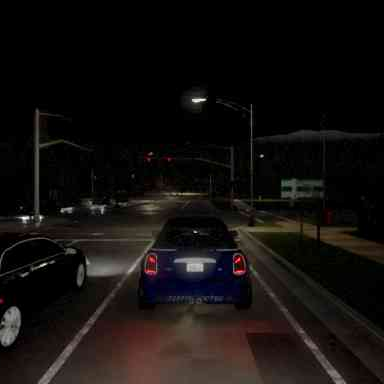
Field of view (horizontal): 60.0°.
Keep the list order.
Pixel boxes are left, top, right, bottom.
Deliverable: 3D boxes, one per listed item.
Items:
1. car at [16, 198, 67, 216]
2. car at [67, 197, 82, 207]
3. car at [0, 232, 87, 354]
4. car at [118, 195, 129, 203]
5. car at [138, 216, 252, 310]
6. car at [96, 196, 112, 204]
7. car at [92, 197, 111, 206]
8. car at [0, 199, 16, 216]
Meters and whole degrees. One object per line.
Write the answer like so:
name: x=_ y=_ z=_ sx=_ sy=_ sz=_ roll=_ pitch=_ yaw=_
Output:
car: x=-14.862 y=1.540 z=33.259 sx=2.033 sy=1.411 sz=5.357 roll=0 pitch=0 yaw=1
car: x=-18.097 y=1.481 z=50.083 sx=2.128 sy=1.511 sz=4.902 roll=0 pitch=0 yaw=1
car: x=-3.442 y=1.504 z=6.092 sx=1.837 sy=1.490 sz=4.892 roll=0 pitch=0 yaw=0
car: x=-14.228 y=1.485 z=68.200 sx=1.837 sy=1.490 sz=4.892 roll=0 pitch=0 yaw=1
car: x=0.068 y=1.350 z=7.997 sx=2.097 sy=1.767 sz=4.553 roll=0 pitch=0 yaw=0
car: x=-17.745 y=1.586 z=67.068 sx=1.895 sy=1.301 sz=4.718 roll=0 pitch=0 yaw=1
car: x=-14.542 y=1.515 z=53.136 sx=1.812 sy=1.442 sz=4.674 roll=0 pitch=0 yaw=1
car: x=-18.377 y=1.484 z=32.238 sx=2.128 sy=1.511 sz=4.902 roll=0 pitch=0 yaw=1
